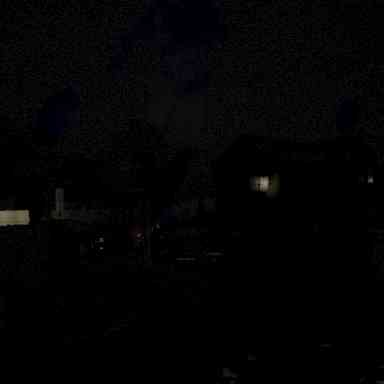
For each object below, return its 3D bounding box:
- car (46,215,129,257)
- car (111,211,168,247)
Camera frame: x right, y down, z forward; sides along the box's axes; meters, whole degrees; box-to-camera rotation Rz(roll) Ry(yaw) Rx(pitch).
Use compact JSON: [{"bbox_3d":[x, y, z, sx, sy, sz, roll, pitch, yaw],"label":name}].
[{"bbox_3d":[-5.738,2.020,15.399,5.008,1.535,1.882,-2,0,20],"label":"car"},{"bbox_3d":[-3.641,1.818,17.560,4.553,1.767,2.097,-2,1,22],"label":"car"}]
